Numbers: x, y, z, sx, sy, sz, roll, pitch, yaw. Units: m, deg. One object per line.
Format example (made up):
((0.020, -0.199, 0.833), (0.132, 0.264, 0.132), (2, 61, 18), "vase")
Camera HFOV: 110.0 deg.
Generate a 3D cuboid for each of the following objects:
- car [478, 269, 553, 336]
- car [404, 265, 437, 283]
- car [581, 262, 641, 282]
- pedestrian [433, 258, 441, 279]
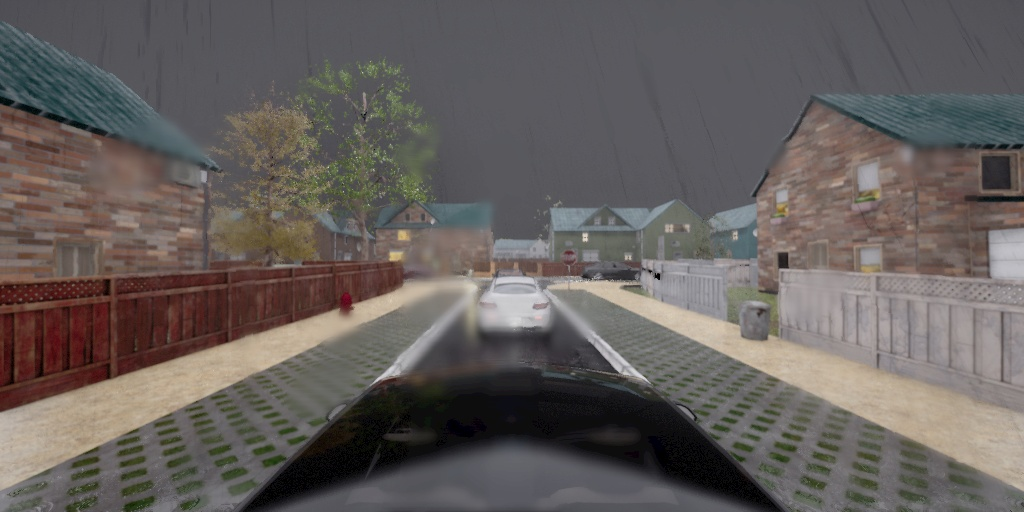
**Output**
((0.082, 1.272, 10.230), (1.812, 1.442, 4.674), (0, 0, 0), "car")
((-8.547, 1.425, 29.351), (4.674, 1.442, 1.812), (-1, -1, 1), "car")
((7.528, 1.180, 26.221), (4.892, 1.490, 1.837), (0, -1, 1), "car")
((-6.768, 1.094, 32.251), (0.375, 1.860, 0.375), (0, -1, 1), "pedestrian")
